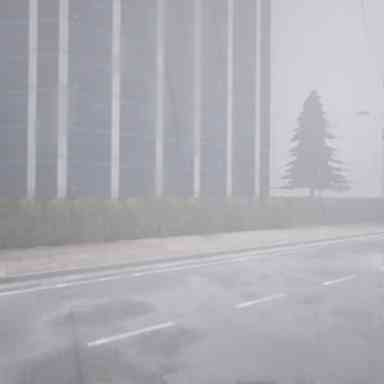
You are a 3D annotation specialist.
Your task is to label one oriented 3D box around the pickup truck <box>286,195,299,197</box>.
[{"bbox_3d":[22.544,1.719,73.403,2.390,2.098,6.274,1,0,-6],"label":"pickup truck"}]
